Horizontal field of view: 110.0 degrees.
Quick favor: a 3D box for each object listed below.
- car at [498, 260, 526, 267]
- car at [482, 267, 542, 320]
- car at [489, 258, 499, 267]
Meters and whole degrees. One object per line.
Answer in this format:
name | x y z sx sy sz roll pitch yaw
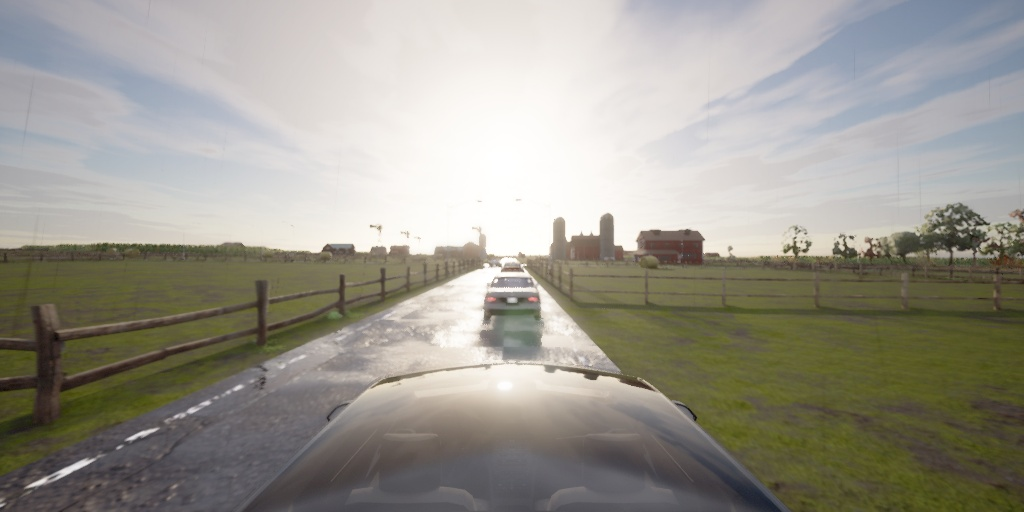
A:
car | 0.043 1.197 29.698 1.837 1.490 4.892 0 0 0
car | 0.023 1.274 12.480 2.033 1.411 5.357 0 0 0
car | -2.798 1.122 59.487 2.128 1.511 4.902 0 0 0
